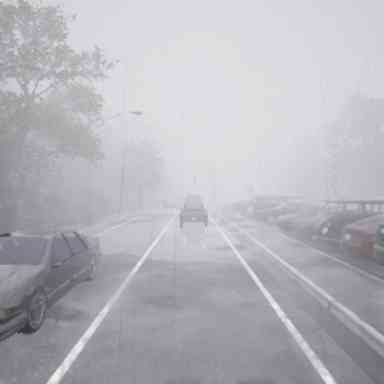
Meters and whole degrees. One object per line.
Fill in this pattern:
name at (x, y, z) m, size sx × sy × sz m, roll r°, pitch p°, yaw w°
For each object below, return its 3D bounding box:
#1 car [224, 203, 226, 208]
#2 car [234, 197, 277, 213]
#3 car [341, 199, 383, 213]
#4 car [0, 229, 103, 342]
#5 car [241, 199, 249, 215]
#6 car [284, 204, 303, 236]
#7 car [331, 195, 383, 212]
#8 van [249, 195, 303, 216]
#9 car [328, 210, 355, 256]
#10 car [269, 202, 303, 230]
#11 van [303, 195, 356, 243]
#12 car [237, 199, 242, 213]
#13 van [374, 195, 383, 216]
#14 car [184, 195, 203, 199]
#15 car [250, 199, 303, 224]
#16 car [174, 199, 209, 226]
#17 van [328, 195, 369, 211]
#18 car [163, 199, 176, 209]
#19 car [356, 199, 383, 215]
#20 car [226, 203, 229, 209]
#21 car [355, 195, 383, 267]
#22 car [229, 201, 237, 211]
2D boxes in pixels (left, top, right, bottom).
car at (7.133, 1.634, 43.488) m, size 4.892 × 1.521 × 2.231 m, roll 0°, pitch -1°, yaw 0°
car at (7.149, 1.450, 37.940) m, size 4.553 × 1.767 × 2.185 m, roll 0°, pitch 0°, yaw 0°
car at (20.012, 1.568, 37.702) m, size 5.366 × 1.575 × 1.946 m, roll 0°, pitch 0°, yaw 0°
car at (-3.348, 1.521, 6.955) m, size 2.033 × 1.411 × 5.357 m, roll 0°, pitch 0°, yaw 0°
car at (7.106, 1.561, 29.615) m, size 4.674 × 1.452 × 2.002 m, roll 0°, pitch 0°, yaw 0°
car at (7.081, 1.474, 15.735) m, size 4.674 × 1.452 × 2.002 m, roll 0°, pitch 0°, yaw 0°
car at (20.230, 1.343, 40.473) m, size 5.566 × 2.045 × 2.435 m, roll 0°, pitch -1°, yaw 0°
van at (7.215, 1.278, 26.841) m, size 4.442 × 1.987 × 1.878 m, roll 0°, pitch 0°, yaw 0°
car at (7.098, 1.429, 10.176) m, size 4.792 × 1.488 × 2.163 m, roll 0°, pitch 0°, yaw 0°
car at (7.053, 1.481, 18.512) m, size 4.792 × 1.488 × 2.163 m, roll 0°, pitch 0°, yaw 0°
van at (6.957, 1.191, 12.960) m, size 4.442 × 1.987 × 1.878 m, roll 0°, pitch 0°, yaw 0°
car at (7.137, 1.568, 32.391) m, size 4.792 × 1.488 × 2.163 m, roll 0°, pitch 0°, yaw 0°
van at (20.304, 1.309, 32.165) m, size 4.442 × 1.987 × 1.878 m, roll 0°, pitch 0°, yaw 0°
car at (0.143, 1.362, 41.031) m, size 2.150 × 2.045 × 5.566 m, roll 0°, pitch 0°, yaw 0°
car at (7.099, 1.486, 24.063) m, size 5.008 × 1.535 × 2.097 m, roll 0°, pitch 0°, yaw 0°
car at (0.119, 1.487, 23.065) m, size 2.128 × 1.511 × 4.902 m, roll 0°, pitch 0°, yaw 0°
van at (20.325, 1.404, 43.364) m, size 4.442 × 1.987 × 1.878 m, roll 0°, pitch -1°, yaw 0°
car at (-3.272, 1.779, 50.663) m, size 1.882 × 1.535 × 5.008 m, roll 0°, pitch -1°, yaw 0°
car at (20.186, 1.553, 34.935) m, size 4.892 × 1.521 × 2.231 m, roll 0°, pitch 0°, yaw 0°
car at (7.129, 1.600, 40.716) m, size 5.008 × 1.535 × 2.097 m, roll 0°, pitch 0°, yaw 0°
car at (7.092, 1.146, 7.424) m, size 5.566 × 2.045 × 2.435 m, roll 0°, pitch 1°, yaw 0°
car at (7.085, 1.304, 35.169) m, size 5.566 × 2.045 × 2.435 m, roll 0°, pitch 0°, yaw 0°
